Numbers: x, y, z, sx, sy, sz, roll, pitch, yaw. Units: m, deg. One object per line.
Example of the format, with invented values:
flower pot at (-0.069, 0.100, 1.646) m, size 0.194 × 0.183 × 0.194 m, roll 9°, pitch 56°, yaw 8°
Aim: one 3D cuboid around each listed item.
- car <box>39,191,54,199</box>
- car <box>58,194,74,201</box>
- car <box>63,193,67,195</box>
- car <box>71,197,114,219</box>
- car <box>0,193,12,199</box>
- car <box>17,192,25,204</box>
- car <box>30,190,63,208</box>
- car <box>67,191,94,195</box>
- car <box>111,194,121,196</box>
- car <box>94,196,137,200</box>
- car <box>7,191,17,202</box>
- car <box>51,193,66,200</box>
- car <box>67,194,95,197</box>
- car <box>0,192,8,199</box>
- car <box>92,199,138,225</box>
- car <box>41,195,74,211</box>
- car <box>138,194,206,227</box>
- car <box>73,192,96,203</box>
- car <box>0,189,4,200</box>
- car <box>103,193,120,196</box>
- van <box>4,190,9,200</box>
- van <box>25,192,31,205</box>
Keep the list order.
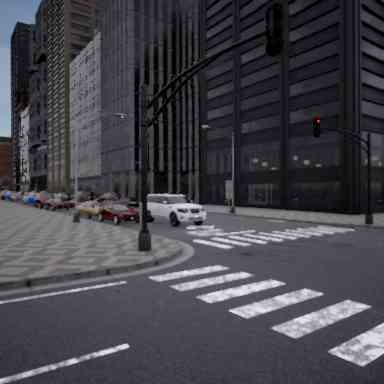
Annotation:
car at (-34.651, 0.618, 78.913) m, size 2.192 × 1.841 × 5.009 m, roll 0°, pitch 0°, yaw -36°
car at (-24.757, 1.058, 65.250) m, size 1.802 × 1.307 × 4.206 m, roll 0°, pitch 0°, yaw -36°
car at (-22.162, 0.923, 57.104) m, size 2.097 × 1.767 × 4.553 m, roll 0°, pitch 1°, yaw -36°
car at (-8.470, 1.411, 28.225) m, size 1.752 × 1.417 × 4.829 m, roll 0°, pitch 0°, yaw -36°
car at (-41.561, 0.898, 73.917) m, size 2.008 × 1.369 × 4.403 m, roll 0°, pitch 0°, yaw -36°
car at (-25.066, 1.183, 51.140) m, size 2.008 × 1.369 × 4.403 m, roll 0°, pitch 0°, yaw -36°
car at (-18.466, 1.053, 42.028) m, size 2.192 × 1.841 × 5.009 m, roll 0°, pitch 0°, yaw -36°
car at (-15.987, 0.893, 48.646) m, size 2.150 × 2.045 × 5.566 m, roll 0°, pitch 1°, yaw -38°
car at (-8.262, 1.310, 42.473) m, size 1.947 × 1.339 × 4.313 m, roll 0°, pitch 0°, yaw -36°
car at (-7.366, 1.403, 31.393) m, size 2.033 × 1.411 × 5.357 m, roll 0°, pitch 1°, yaw -35°
car at (-31.663, 0.960, 60.251) m, size 1.967 × 1.590 × 4.097 m, roll 0°, pitch 0°, yaw -36°
car at (-28.056, 0.963, 69.804) m, size 1.887 × 1.381 × 4.507 m, roll 0°, pitch 0°, yaw -36°
car at (-13.251, 1.333, 39.544) m, size 1.994 × 1.385 × 4.181 m, roll 0°, pitch 1°, yaw -35°
car at (-44.860, 0.833, 78.472) m, size 1.887 × 1.381 × 4.507 m, roll 0°, pitch 0°, yaw -36°
car at (-5.270, 1.474, 23.807) m, size 1.887 × 1.381 × 4.507 m, roll 0°, pitch 0°, yaw -36°
car at (-15.168, 1.333, 37.473) m, size 1.887 × 1.381 × 4.507 m, roll 0°, pitch 0°, yaw -36°
car at (-1.360, 1.160, 23.092) m, size 2.150 × 2.045 × 5.566 m, roll 0°, pitch 1°, yaw -36°
car at (-18.157, 0.903, 56.137) m, size 2.192 × 1.841 × 5.009 m, roll 0°, pitch 0°, yaw -36°
car at (-38.260, 0.720, 69.361) m, size 2.192 × 1.841 × 5.009 m, roll 0°, pitch 0°, yaw -36°
car at (-11.559, 1.008, 47.027) m, size 2.192 × 1.841 × 5.009 m, roll 0°, pitch 0°, yaw -36°
van at (-34.961, 0.804, 64.806) m, size 1.690 × 1.788 × 3.998 m, roll 0°, pitch 0°, yaw -36°
van at (-21.765, 1.027, 46.584) m, size 1.690 × 1.788 × 3.998 m, roll 0°, pitch 0°, yaw -36°
